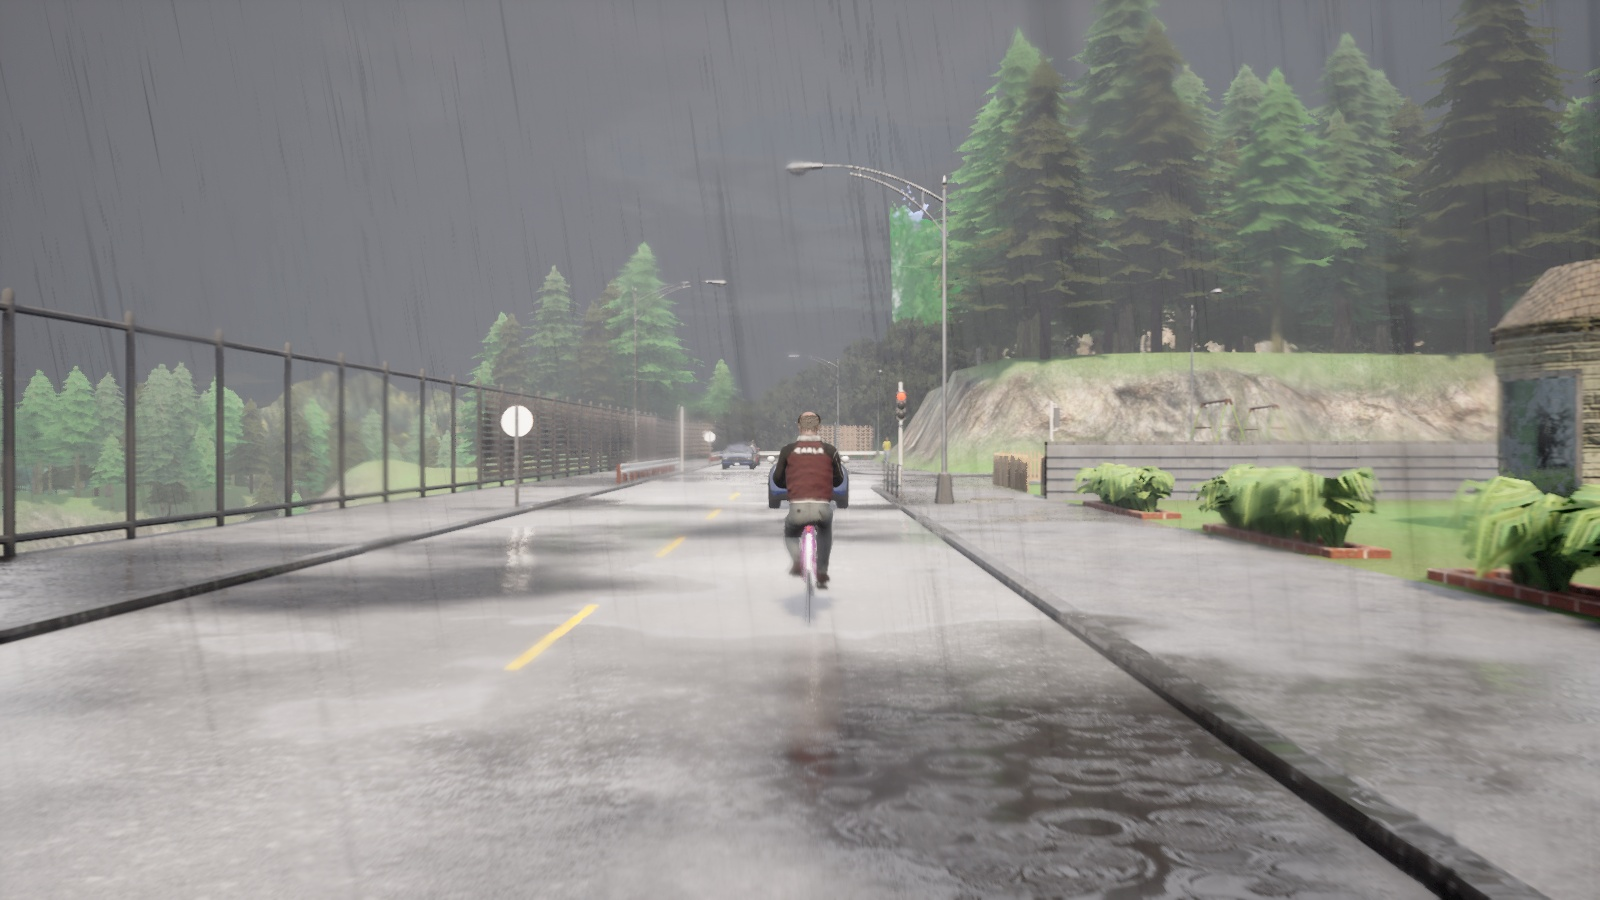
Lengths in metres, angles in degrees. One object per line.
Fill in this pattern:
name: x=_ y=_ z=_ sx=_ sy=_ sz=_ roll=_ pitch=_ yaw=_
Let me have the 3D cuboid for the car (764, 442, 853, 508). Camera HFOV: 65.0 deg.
car: x=0.196 y=0.544 z=29.728 sx=1.970 sy=1.475 sz=3.806 roll=0 pitch=0 yaw=0

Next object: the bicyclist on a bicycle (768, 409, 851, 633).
bicyclist on a bicycle: x=0.080 y=0.556 z=10.902 sx=0.659 sy=1.776 sz=1.843 roll=0 pitch=1 yaw=0

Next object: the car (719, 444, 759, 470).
car: x=-3.509 y=0.381 z=72.766 sx=2.033 sy=1.411 sz=5.357 roll=0 pitch=0 yaw=0
